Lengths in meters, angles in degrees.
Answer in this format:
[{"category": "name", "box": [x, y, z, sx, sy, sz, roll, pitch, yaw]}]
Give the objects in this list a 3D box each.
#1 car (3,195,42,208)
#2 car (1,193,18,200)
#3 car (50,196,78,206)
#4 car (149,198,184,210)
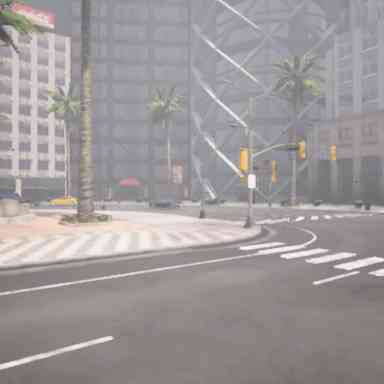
[{"category": "car", "box": [-24.314, 1.525, 48.392, 4.674, 1.442, 1.812, 0, 0, -1]}, {"category": "car", "box": [-31.364, 1.221, 54.737, 5.566, 2.045, 2.150, 0, 0, -10]}, {"category": "car", "box": [-20.978, 1.477, 55.290, 5.008, 1.535, 1.882, 0, 0, 2]}, {"category": "car", "box": [-3.314, 1.490, 42.303, 4.902, 1.511, 2.128, 0, 0, 33]}]
